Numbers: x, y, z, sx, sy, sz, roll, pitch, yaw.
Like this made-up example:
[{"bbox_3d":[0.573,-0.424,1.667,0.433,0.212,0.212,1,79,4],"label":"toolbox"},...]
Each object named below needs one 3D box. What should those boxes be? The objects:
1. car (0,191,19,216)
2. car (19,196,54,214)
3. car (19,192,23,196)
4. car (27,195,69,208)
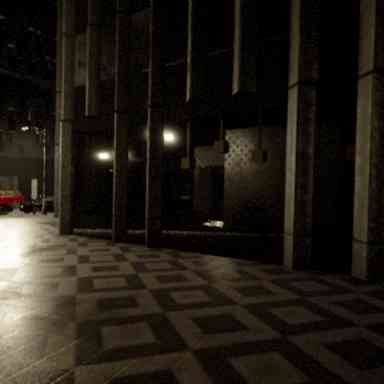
[{"bbox_3d":[-17.141,1.068,26.627,2.192,1.841,5.009,2,1,35],"label":"car"},{"bbox_3d":[-13.891,1.347,31.240,1.947,1.339,4.313,2,1,35],"label":"car"},{"bbox_3d":[-20.840,0.843,36.161,2.192,1.841,5.009,2,1,35],"label":"car"},{"bbox_3d":[-17.591,1.123,40.772,1.947,1.339,4.313,2,1,35],"label":"car"}]
